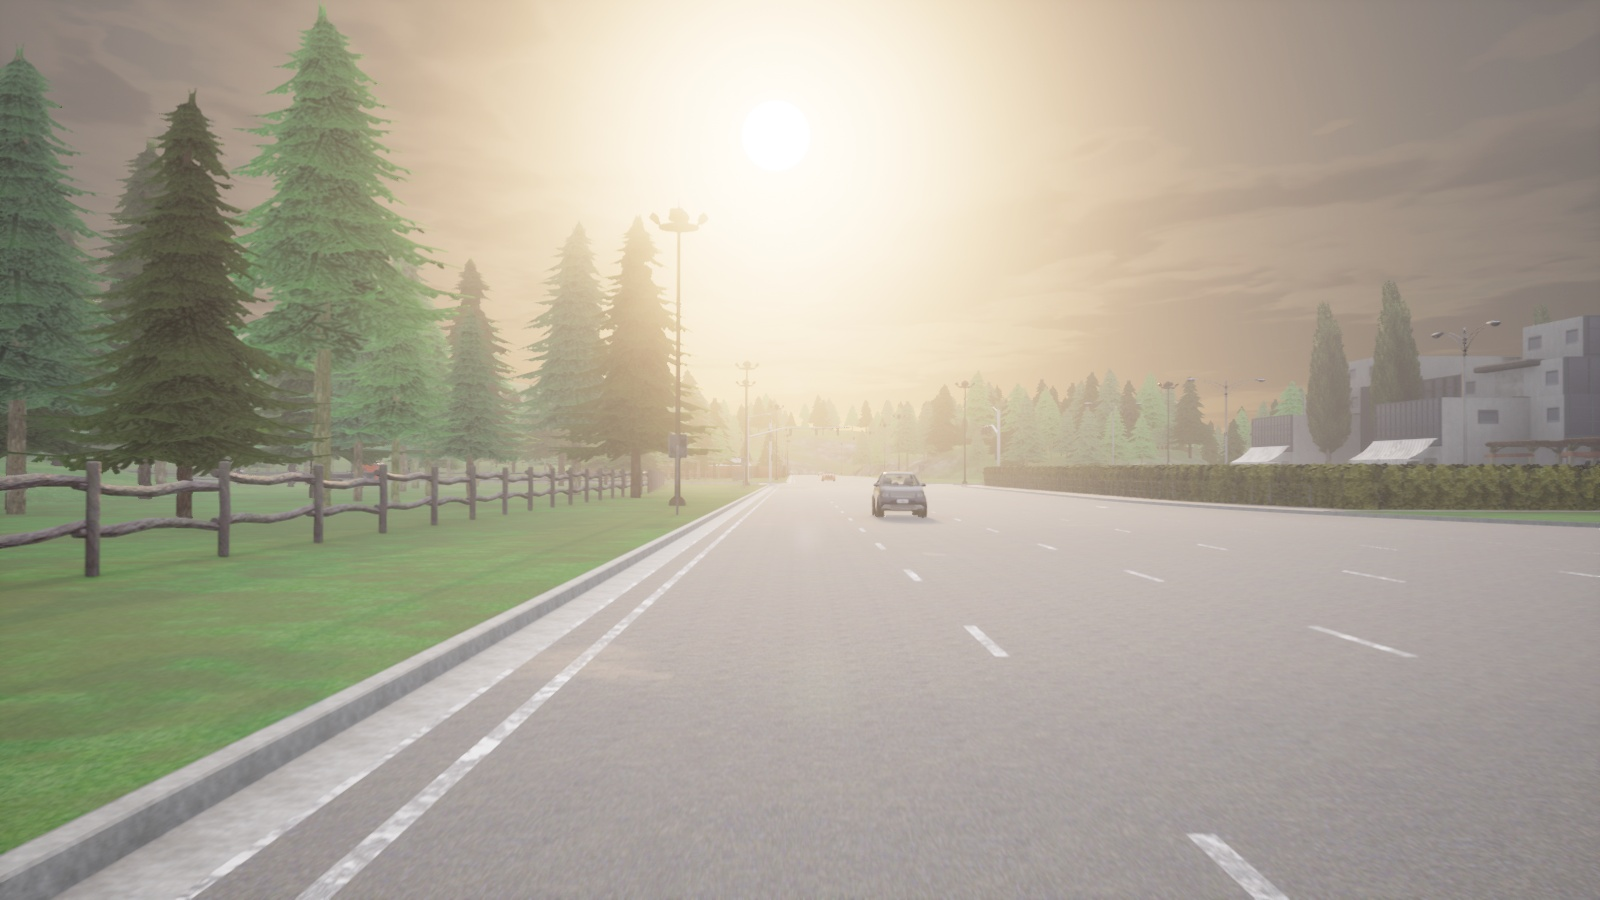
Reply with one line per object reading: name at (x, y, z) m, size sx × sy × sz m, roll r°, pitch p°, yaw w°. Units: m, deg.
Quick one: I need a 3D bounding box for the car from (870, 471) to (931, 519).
car at (3.400, 1.499, 42.956) m, size 1.789 × 1.549 × 3.705 m, roll 0°, pitch -1°, yaw 0°
